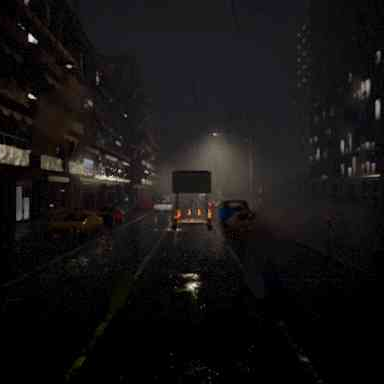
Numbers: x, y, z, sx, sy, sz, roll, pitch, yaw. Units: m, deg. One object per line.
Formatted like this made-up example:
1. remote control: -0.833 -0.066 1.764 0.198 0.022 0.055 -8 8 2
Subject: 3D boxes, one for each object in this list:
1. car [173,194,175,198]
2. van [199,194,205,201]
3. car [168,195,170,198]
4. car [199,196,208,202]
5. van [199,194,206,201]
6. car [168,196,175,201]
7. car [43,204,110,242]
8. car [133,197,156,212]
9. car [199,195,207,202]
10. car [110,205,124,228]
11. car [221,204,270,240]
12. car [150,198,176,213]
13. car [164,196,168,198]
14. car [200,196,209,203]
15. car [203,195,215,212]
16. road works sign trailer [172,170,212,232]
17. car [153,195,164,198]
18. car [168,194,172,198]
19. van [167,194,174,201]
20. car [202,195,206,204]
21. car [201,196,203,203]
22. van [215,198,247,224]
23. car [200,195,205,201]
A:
1. car: -5.679 1.643 77.414 1.947 1.339 4.313 0 0 0
2. van: 2.698 1.399 66.360 1.690 1.788 3.998 0 0 0
3. car: -5.682 1.600 60.835 2.008 1.369 4.403 0 0 0
4. car: 2.701 1.643 77.413 1.947 1.339 4.313 0 0 0
5. van: 2.702 1.442 88.467 1.690 1.788 3.998 0 0 0
6. car: -5.676 1.695 93.994 1.802 1.307 4.206 0 0 0
7. car: -5.691 1.529 16.452 1.752 1.417 4.829 0 0 0
8. car: -5.687 1.566 38.728 1.887 1.381 4.507 0 0 0
9. car: 2.702 1.529 82.939 1.967 1.590 4.097 0 0 0
10. car: -5.690 1.551 22.147 1.887 1.381 4.507 0 0 0
11. car: 2.689 1.529 16.790 1.752 1.417 4.829 0 0 0
12. car: -3.089 1.620 36.662 1.895 1.301 4.718 0 0 0
13. car: -5.685 1.356 55.308 2.192 1.841 5.009 0 0 0
14. car: 2.700 1.593 72.055 1.752 1.417 4.829 0 0 0
15. car: 2.693 1.462 38.726 1.967 1.590 4.097 0 0 0
16. road works sign trailer: 0.004 0.470 20.145 2.380 3.560 2.880 0 0 0
17. car: -5.685 1.559 49.612 1.752 1.417 4.829 0 0 0
18. car: -5.681 1.608 66.362 2.008 1.369 4.403 0 0 0
19. van: -5.678 1.442 88.469 1.690 1.788 3.998 0 0 0
20. car: 2.694 1.553 44.423 1.752 1.417 4.829 0 0 0
21. car: 2.695 1.616 49.780 1.802 1.307 4.206 0 0 0
22. van: 2.689 1.348 22.146 1.690 1.788 3.998 0 0 0
23. car: 2.696 1.624 55.306 1.802 1.307 4.206 0 0 0
